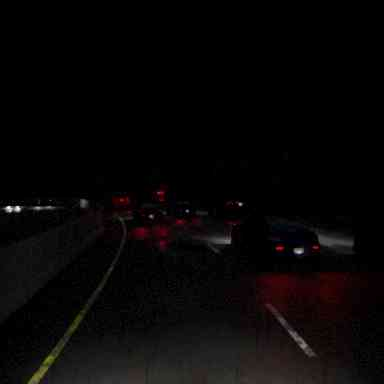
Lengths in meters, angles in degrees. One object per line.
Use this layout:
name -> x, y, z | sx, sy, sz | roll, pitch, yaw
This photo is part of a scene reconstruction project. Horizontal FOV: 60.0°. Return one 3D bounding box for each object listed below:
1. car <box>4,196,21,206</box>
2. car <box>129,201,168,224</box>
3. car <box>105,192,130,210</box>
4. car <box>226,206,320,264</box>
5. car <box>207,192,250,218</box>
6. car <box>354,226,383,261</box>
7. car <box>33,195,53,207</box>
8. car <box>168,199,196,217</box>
car -> -27.434, 1.363, 50.739 | 2.128, 1.511, 4.902 | 0, 0, -35
car -> -3.182, 1.383, 23.607 | 1.812, 1.442, 4.674 | 0, 0, -14
car -> -9.067, 1.021, 40.223 | 2.150, 2.045, 5.566 | 0, 0, -24
car -> 2.688, 1.439, 11.479 | 1.812, 1.442, 4.674 | 0, 0, -7
car -> 2.957, 1.033, 27.832 | 2.150, 2.045, 5.566 | 0, 0, -16
car -> 6.447, 1.412, 9.110 | 2.128, 1.511, 4.902 | 0, 0, -6
car -> -21.748, 1.189, 48.503 | 2.097, 1.767, 4.553 | -1, 0, -33
car -> -1.031, 1.346, 28.911 | 1.812, 1.442, 4.674 | 0, 0, -17
